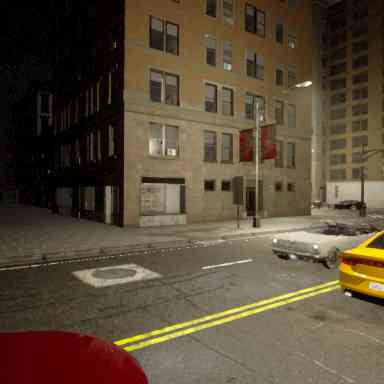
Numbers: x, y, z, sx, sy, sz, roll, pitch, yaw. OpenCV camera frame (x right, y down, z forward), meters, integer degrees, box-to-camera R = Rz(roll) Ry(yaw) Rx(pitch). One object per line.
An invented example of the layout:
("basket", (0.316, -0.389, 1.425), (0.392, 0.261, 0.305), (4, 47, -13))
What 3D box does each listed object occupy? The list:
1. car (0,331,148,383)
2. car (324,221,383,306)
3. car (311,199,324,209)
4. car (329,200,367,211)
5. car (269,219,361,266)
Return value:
("car", (-2.426, 1.526, 1.708), (4.674, 1.442, 1.812), (0, 0, -36))
("car", (5.201, 1.478, 7.170), (5.008, 1.535, 1.882), (0, 0, -35))
("car", (15.549, 1.582, 44.926), (2.008, 1.369, 4.403), (0, 0, -35))
("car", (18.826, 1.597, 40.308), (1.947, 1.339, 4.313), (0, 0, -35))
("car", (4.776, 1.602, 11.114), (4.718, 1.301, 1.895), (0, 0, -36))
